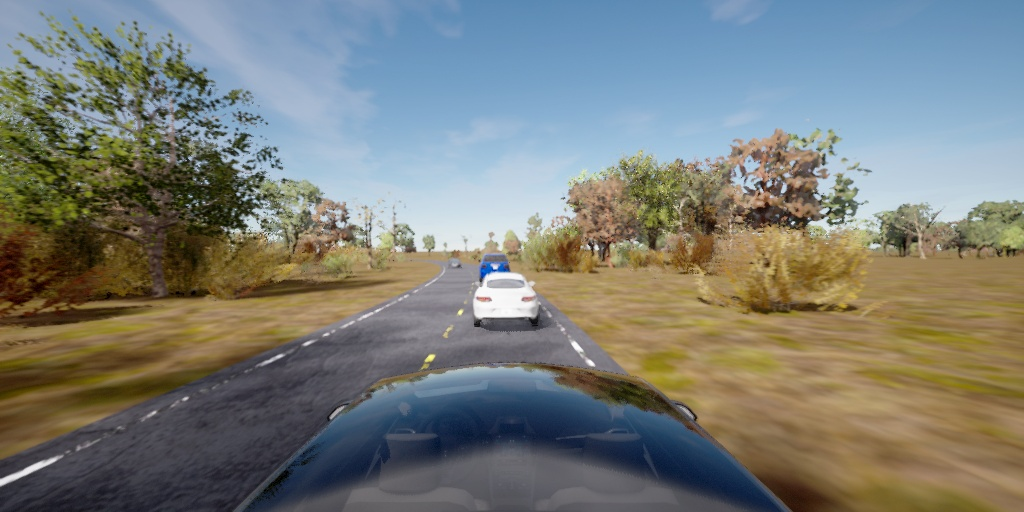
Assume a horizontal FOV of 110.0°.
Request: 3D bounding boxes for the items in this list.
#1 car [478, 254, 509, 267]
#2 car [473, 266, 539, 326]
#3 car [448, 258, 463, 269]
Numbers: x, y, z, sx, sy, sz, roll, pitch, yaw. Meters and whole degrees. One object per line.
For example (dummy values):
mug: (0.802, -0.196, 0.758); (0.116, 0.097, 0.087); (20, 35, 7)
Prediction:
car: (-1.392, 0.848, 27.320); (2.150, 2.045, 5.566); (0, 1, -6)
car: (-0.225, 1.228, 11.383); (1.812, 1.442, 4.674); (0, 0, -2)
car: (-8.240, 1.035, 51.531); (1.812, 1.442, 4.674); (0, 0, -11)
